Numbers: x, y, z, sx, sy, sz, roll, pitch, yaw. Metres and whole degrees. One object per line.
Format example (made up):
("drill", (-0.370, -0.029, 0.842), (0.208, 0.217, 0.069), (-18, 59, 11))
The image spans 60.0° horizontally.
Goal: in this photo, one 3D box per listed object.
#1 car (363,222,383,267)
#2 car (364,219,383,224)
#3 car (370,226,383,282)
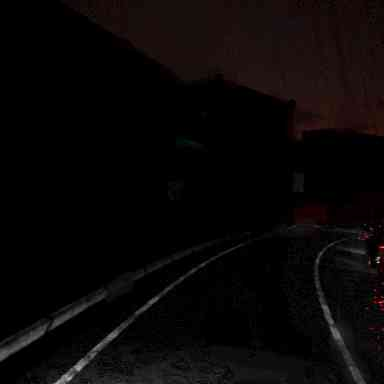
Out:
("car", (8.333, 2.320, 13.791), (1.837, 1.490, 4.892), (5, -1, 25))
("car", (19.876, 3.566, 34.830), (4.718, 1.301, 1.895), (5, 1, -37))
("car", (6.315, 2.032, 8.686), (1.801, 1.575, 5.366), (5, -1, 18))
